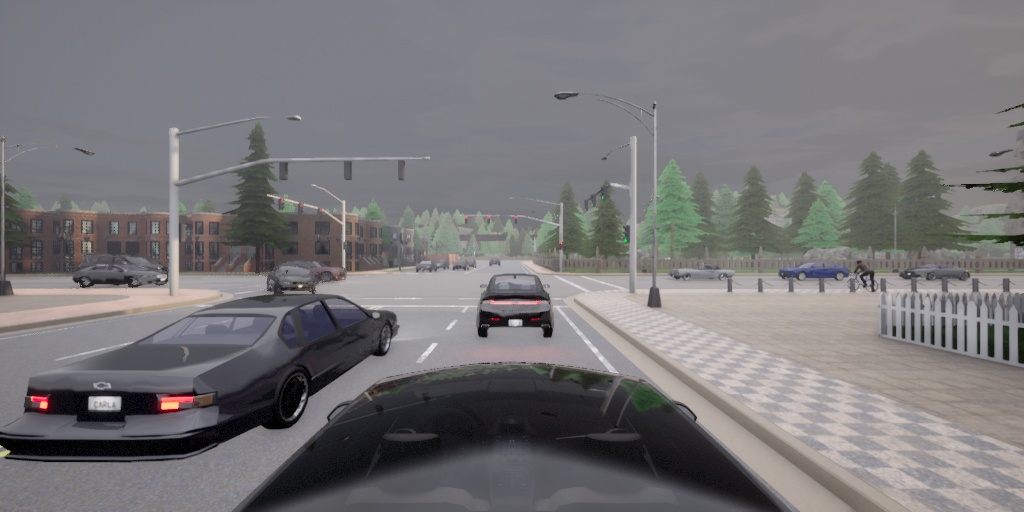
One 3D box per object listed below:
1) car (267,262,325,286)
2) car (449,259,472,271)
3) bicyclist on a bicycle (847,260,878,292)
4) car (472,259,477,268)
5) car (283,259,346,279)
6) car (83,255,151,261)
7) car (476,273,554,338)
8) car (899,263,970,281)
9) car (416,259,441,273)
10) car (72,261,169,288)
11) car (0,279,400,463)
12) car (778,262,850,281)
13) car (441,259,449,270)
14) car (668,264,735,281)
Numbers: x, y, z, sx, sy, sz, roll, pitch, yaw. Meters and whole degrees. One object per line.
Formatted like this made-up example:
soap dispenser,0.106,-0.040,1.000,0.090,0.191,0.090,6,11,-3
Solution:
car,-11.970,1.252,19.505,1.837,1.490,4.892,4,-3,-40
car,-7.063,1.241,49.960,1.837,1.490,4.892,0,0,0
bicyclist on a bicycle,18.260,1.047,18.693,0.582,1.620,1.656,0,0,0
car,-7.021,1.238,59.944,1.837,1.490,4.892,0,0,0
car,-15.015,1.094,26.882,4.553,1.767,2.097,0,0,-7
car,-28.142,0.962,26.273,5.566,2.045,2.150,0,0,-2
car,0.087,1.239,10.217,2.128,1.511,4.902,0,0,0
car,34.847,1.306,29.636,4.181,1.385,1.994,0,0,1
car,-10.557,1.263,44.543,1.812,1.442,4.674,0,0,0
car,-24.747,1.235,22.847,4.902,1.511,2.128,0,0,-2
car,-3.434,1.296,5.552,2.033,1.411,5.357,0,0,1
car,24.872,1.220,29.664,5.008,1.535,1.882,0,0,0
car,-10.554,1.227,53.651,2.128,1.511,4.902,0,0,0
car,15.581,1.343,29.681,4.718,1.301,1.895,0,0,0
